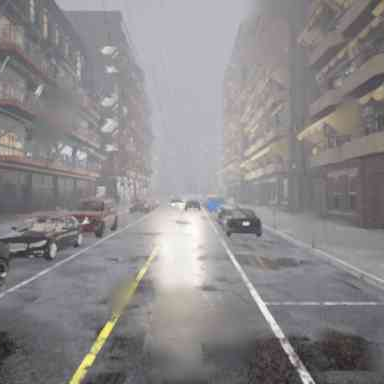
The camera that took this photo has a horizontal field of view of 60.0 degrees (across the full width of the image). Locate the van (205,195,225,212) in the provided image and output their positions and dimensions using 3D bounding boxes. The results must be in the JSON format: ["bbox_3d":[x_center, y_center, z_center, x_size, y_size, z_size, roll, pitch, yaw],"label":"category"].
[{"bbox_3d":[2.575,1.285,34.874,1.690,1.788,3.998,1,0,0],"label":"van"}]

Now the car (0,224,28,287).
[{"bbox_3d":[-5.307,1.555,6.489,1.947,1.339,4.313,1,0,0],"label":"car"}]

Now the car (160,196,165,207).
[{"bbox_3d":[-5.308,1.368,46.185,1.967,1.590,4.097,1,0,0],"label":"car"}]

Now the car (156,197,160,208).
[{"bbox_3d":[-5.309,1.518,40.514,1.802,1.307,4.206,1,0,0],"label":"car"}]

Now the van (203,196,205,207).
[{"bbox_3d":[2.574,1.277,40.545,1.690,1.788,3.998,1,0,0],"label":"van"}]

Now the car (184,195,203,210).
[{"bbox_3d":[0.093,1.461,40.723,1.812,1.442,4.674,0,0,0],"label":"car"}]

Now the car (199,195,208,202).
[{"bbox_3d":[2.569,1.471,74.569,1.802,1.307,4.206,1,0,0],"label":"car"}]

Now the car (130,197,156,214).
[{"bbox_3d":[-5.307,1.385,34.844,1.967,1.590,4.097,1,0,0],"label":"car"}]

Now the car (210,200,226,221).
[{"bbox_3d":[2.573,1.512,23.532,2.008,1.369,4.403,1,0,0],"label":"car"}]

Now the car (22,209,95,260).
[{"bbox_3d":[-5.307,1.531,12.160,2.008,1.369,4.403,1,0,0],"label":"car"}]

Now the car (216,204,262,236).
[{"bbox_3d":[2.573,1.536,17.862,1.947,1.339,4.313,1,0,0],"label":"car"}]

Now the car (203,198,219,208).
[{"bbox_3d":[2.571,1.493,46.215,1.947,1.339,4.313,1,0,0],"label":"car"}]

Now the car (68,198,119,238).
[{"bbox_3d":[-5.304,1.286,17.831,2.192,1.841,5.009,1,0,0],"label":"car"}]

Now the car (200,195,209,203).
[{"bbox_3d":[2.570,1.421,69.068,1.752,1.417,4.829,1,0,0],"label":"car"}]

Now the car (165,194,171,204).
[{"bbox_3d":[-5.310,1.462,57.527,2.008,1.369,4.403,1,0,0],"label":"car"}]

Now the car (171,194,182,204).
[{"bbox_3d":[-2.794,1.470,60.990,1.994,1.385,4.181,0,0,1],"label":"car"}]

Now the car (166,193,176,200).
[{"bbox_3d":[-5.317,1.192,85.881,2.192,1.841,5.009,1,0,0],"label":"car"}]
